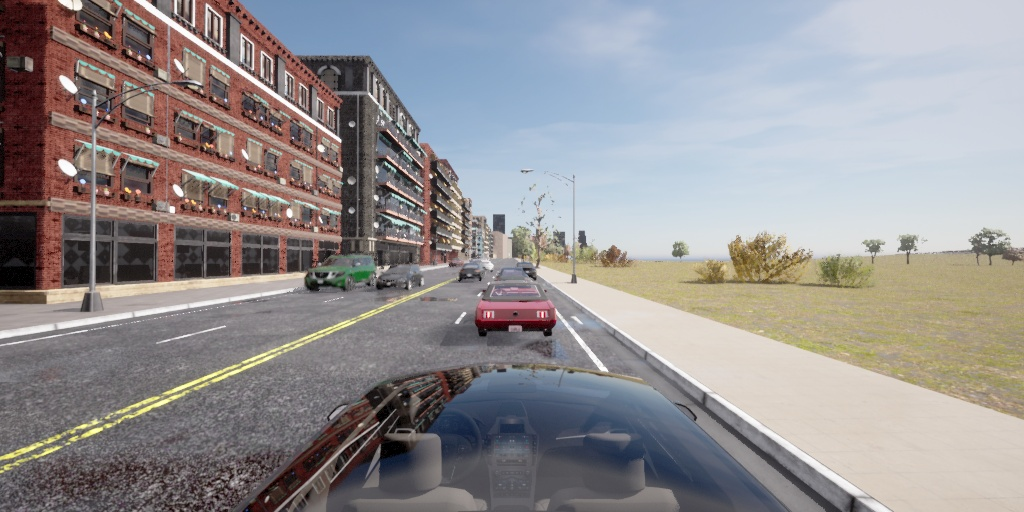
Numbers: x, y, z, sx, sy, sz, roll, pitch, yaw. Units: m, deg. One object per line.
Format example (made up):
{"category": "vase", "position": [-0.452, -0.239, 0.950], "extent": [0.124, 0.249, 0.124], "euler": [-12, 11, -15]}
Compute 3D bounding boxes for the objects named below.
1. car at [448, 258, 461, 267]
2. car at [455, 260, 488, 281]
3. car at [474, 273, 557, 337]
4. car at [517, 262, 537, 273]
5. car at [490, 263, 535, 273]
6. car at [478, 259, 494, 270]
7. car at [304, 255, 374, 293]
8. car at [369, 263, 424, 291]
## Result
{"category": "car", "position": [-9.982, 1.103, 63.929], "extent": [2.097, 1.767, 4.553], "euler": [0, 0, 0]}
{"category": "car", "position": [-3.230, 1.279, 29.433], "extent": [1.812, 1.442, 4.674], "euler": [0, 0, 0]}
{"category": "car", "position": [0.076, 1.352, 10.301], "extent": [1.895, 1.301, 4.718], "euler": [0, 0, 0]}
{"category": "car", "position": [1.056, 1.258, 30.325], "extent": [1.837, 1.490, 4.892], "euler": [0, 0, 0]}
{"category": "car", "position": [0.039, 1.317, 20.331], "extent": [1.994, 1.385, 4.181], "euler": [0, 0, 0]}
{"category": "car", "position": [-3.277, 1.278, 45.228], "extent": [1.812, 1.442, 4.674], "euler": [0, 0, 0]}
{"category": "car", "position": [-9.904, 0.974, 21.290], "extent": [2.150, 2.045, 5.566], "euler": [0, 0, 0]}
{"category": "car", "position": [-6.658, 1.257, 21.763], "extent": [1.837, 1.490, 4.892], "euler": [0, 0, 0]}
